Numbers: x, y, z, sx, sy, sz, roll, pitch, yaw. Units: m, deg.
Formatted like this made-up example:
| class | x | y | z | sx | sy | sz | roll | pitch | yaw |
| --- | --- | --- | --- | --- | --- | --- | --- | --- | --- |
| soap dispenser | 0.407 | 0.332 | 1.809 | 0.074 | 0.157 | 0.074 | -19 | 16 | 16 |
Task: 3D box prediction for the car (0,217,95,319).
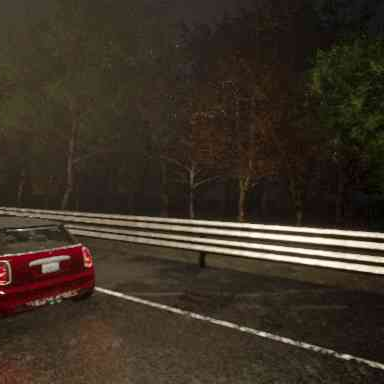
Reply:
| class | x | y | z | sx | sy | sz | roll | pitch | yaw |
| --- | --- | --- | --- | --- | --- | --- | --- | --- | --- |
| car | -4.149 | 1.303 | 6.989 | 4.553 | 1.767 | 2.097 | 0 | 0 | 36 |
